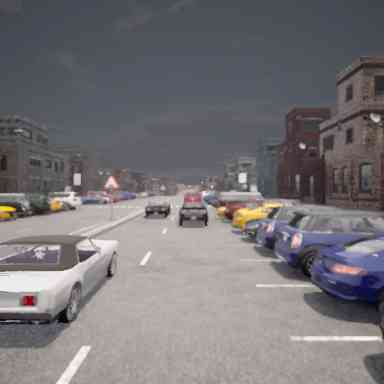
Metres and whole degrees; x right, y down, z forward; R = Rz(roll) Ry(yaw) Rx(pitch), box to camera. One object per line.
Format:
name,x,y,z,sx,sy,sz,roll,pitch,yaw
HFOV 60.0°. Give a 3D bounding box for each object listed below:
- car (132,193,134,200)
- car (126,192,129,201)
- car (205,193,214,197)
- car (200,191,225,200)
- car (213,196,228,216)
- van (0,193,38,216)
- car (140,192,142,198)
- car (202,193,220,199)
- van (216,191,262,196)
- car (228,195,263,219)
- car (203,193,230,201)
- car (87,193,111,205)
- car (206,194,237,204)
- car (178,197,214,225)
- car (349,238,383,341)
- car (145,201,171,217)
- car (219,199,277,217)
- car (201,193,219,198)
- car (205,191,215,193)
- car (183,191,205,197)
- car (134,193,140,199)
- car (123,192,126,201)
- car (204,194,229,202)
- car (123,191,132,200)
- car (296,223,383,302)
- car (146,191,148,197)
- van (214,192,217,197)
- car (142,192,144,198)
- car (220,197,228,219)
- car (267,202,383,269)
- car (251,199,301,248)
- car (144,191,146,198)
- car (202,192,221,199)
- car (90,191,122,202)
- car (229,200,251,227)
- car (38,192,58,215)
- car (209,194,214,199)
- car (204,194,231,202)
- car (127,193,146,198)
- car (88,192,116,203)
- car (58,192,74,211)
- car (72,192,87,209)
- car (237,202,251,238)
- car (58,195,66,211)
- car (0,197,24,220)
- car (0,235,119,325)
car,-15.546,1.102,71.198,4.674,1.452,2.002,0,0,0
car,-15.537,1.144,65.684,4.674,1.452,2.002,0,0,0
car,4.684,1.231,48.057,4.792,1.488,2.163,0,0,0
car,4.801,0.763,78.621,5.566,2.045,2.435,0,0,0
car,4.526,1.319,25.821,5.366,1.575,1.946,0,0,0
van,-15.395,1.122,27.073,4.442,1.987,1.878,0,0,0
car,-15.736,0.990,82.224,5.366,1.575,1.946,0,0,0
car,4.788,1.027,84.305,4.674,1.452,2.002,0,0,0
van,4.828,1.068,31.379,4.442,1.987,1.878,0,0,0
car,4.742,1.225,20.263,4.553,1.767,2.185,0,0,0
car,4.923,1.076,67.504,5.366,1.575,1.946,0,0,0
car,-15.500,1.238,51.895,4.792,1.488,2.163,0,0,0
car,4.707,1.168,53.616,4.892,1.521,2.231,0,0,0
car,0.101,1.350,22.608,2.128,1.511,4.902,0,0,0
car,4.704,1.453,3.589,4.892,1.521,2.231,0,0,0
car,-2.897,1.426,29.232,1.895,1.301,4.718,0,0,0
car,4.714,1.349,28.601,4.674,1.452,2.002,0,0,0
car,4.815,0.965,89.861,4.892,1.521,2.231,0,0,0
car,4.685,0.933,50.836,5.566,2.045,2.435,0,0,0
car,0.092,0.985,40.980,2.150,2.045,5.566,0,1,0
car,-15.519,0.774,76.711,5.566,2.045,2.435,0,0,0
car,-15.534,1.167,62.796,4.674,1.452,2.002,0,0,0
car,4.758,1.126,64.727,4.792,1.488,2.163,0,0,0
car,-15.536,1.083,68.441,5.008,1.535,2.097,0,0,0
car,4.708,1.472,6.368,4.674,1.452,2.002,0,0,0
car,-15.367,0.952,90.502,5.366,1.575,1.946,0,0,0
van,4.829,1.053,34.158,4.442,1.987,1.878,0,0,0
car,-15.582,1.009,84.983,4.792,1.488,2.163,0,0,0
car,4.706,1.336,23.042,5.008,1.535,2.097,0,0,0
car,4.679,1.288,9.146,4.553,1.767,2.185,0,0,0
car,4.679,1.270,11.927,4.553,1.767,2.185,0,0,0
car,-15.740,0.963,87.739,5.366,1.575,1.946,0,0,0
car,4.814,0.875,81.434,4.553,1.767,2.185,0,0,0
car,-15.505,0.917,57.409,5.566,2.045,2.435,0,0,0
car,4.707,1.365,17.482,5.008,1.535,2.097,0,0,0
car,-15.542,1.084,29.830,5.566,2.045,2.435,0,0,0
car,4.706,1.265,36.939,4.892,1.521,2.231,0,0,0
car,4.726,1.114,62.071,5.008,1.535,2.097,0,0,0
car,-15.520,0.975,93.260,4.792,1.488,2.163,0,0,0
car,-15.533,1.229,54.652,4.674,1.452,2.002,0,0,0
car,-15.548,1.182,35.470,4.553,1.767,2.185,0,0,0
car,-15.548,1.043,38.105,5.566,2.045,2.435,0,0,0
car,4.717,1.381,14.705,4.892,1.521,2.231,0,0,0
car,-15.510,1.321,32.714,5.008,1.535,2.097,0,0,0
car,-15.515,1.360,24.316,5.008,1.535,2.097,0,0,0
car,-2.900,1.549,6.980,1.895,1.301,4.718,0,0,0
